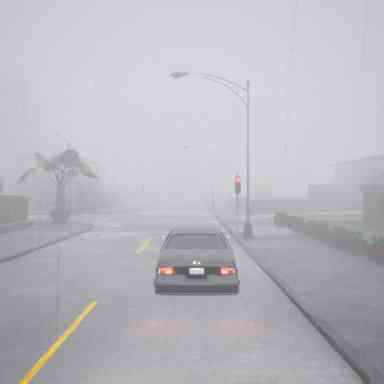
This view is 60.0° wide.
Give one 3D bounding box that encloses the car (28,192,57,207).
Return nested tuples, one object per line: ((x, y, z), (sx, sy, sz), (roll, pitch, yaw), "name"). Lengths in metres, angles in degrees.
((-19.730, 0.985, 43.886), (1.905, 1.878, 3.866), (0, 0, 35), "car")

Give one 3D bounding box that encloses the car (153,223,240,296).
((0.103, 1.547, 8.835), (2.033, 1.411, 5.357), (0, 0, 0), "car")
